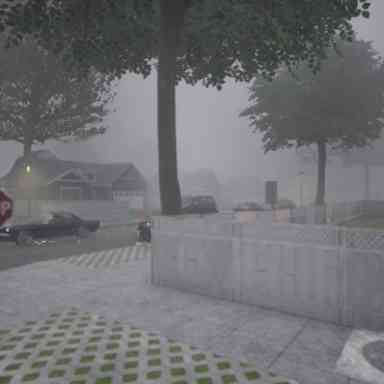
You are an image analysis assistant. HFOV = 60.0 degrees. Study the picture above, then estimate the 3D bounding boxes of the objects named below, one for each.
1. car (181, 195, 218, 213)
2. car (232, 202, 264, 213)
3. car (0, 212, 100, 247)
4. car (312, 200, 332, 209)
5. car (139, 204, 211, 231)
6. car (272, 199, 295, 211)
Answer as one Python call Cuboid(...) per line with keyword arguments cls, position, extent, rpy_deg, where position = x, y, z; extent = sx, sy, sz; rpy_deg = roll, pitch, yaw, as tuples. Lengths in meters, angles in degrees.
Cuboid(cls="car", position=(-0.150, 1.278, 25.000), extent=(2.150, 2.045, 5.566), rpy_deg=(1, 0, 35))
Cuboid(cls="car", position=(5.621, 1.658, 33.300), extent=(1.994, 1.385, 4.181), rpy_deg=(1, 0, 34))
Cuboid(cls="car", position=(-6.773, 1.614, 15.535), extent=(1.895, 1.301, 4.718), rpy_deg=(1, 0, 35))
Cuboid(cls="car", position=(17.918, 1.754, 45.784), extent=(1.994, 1.385, 4.181), rpy_deg=(1, 0, 35))
Cuboid(cls="car", position=(-1.021, 1.632, 18.643), extent=(1.994, 1.385, 4.181), rpy_deg=(1, 0, 35))
Cuboid(cls="car", position=(11.445, 1.623, 41.580), extent=(2.128, 1.511, 4.902), rpy_deg=(1, 0, 35))
